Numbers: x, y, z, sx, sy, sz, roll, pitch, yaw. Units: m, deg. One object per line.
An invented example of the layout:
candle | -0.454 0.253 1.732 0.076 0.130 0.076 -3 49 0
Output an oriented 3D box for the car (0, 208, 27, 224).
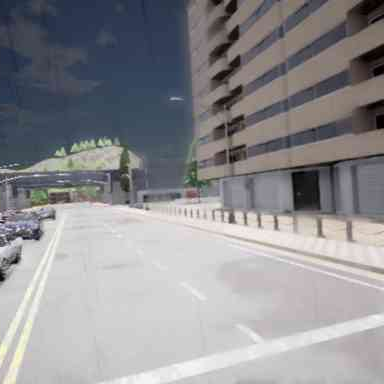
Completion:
car | -20.460 2.729 38.344 1.882 1.535 5.008 -3 0 -19

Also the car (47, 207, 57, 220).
car | -17.161 2.546 39.494 2.128 1.511 4.902 -3 0 -19

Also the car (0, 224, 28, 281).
car | -6.866 2.038 10.908 1.895 1.301 4.718 -3 0 -20

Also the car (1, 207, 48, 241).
car | -10.194 1.988 20.050 2.097 1.767 4.553 -3 0 -20
